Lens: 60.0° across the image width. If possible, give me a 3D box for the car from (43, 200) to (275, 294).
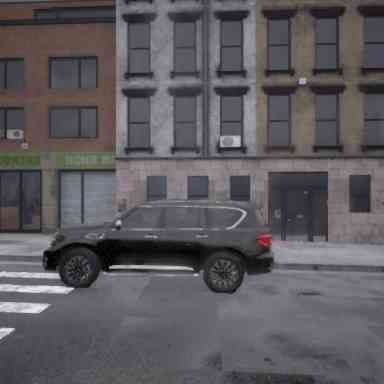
[{"bbox_3d":[-0.751,1.212,8.448,5.566,2.045,2.150,1,0,3],"label":"car"}]
